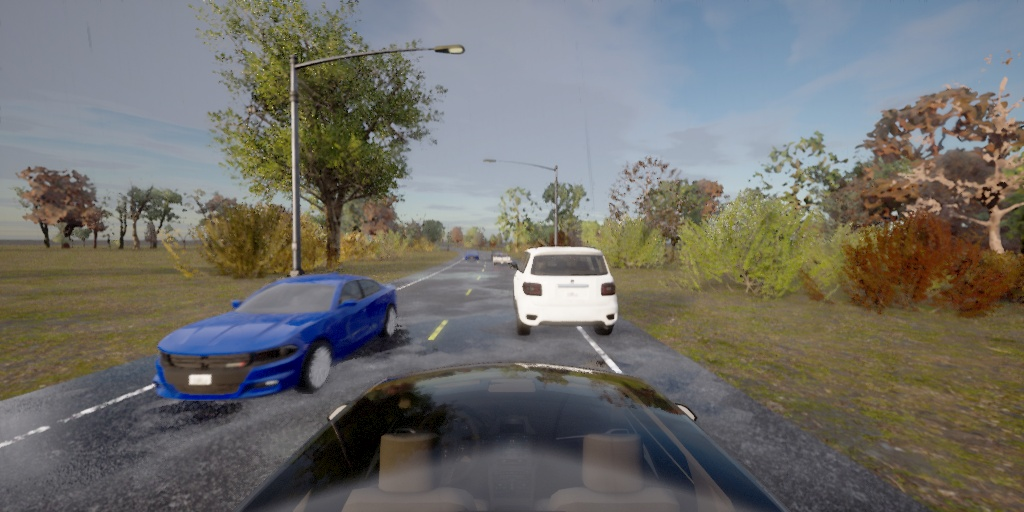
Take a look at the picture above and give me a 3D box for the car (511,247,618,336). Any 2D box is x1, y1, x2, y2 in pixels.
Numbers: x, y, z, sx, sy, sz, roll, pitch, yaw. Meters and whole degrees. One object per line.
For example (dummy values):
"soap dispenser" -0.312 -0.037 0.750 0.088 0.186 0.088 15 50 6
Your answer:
"car" 1.160 0.769 9.806 2.150 2.045 5.566 0 1 -1

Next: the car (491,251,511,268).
"car" -1.178 0.337 40.145 1.895 1.301 4.718 0 1 -3

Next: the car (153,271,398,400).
"car" -3.650 1.103 6.659 1.882 1.535 5.008 0 1 -1

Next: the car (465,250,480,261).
"car" -5.621 -0.077 50.898 1.882 1.535 5.008 0 1 -4

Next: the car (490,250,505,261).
"car" -2.194 -0.083 53.512 2.033 1.411 5.357 0 2 -5
